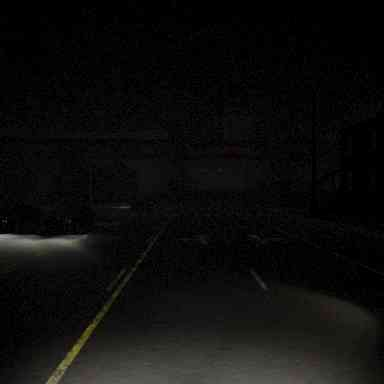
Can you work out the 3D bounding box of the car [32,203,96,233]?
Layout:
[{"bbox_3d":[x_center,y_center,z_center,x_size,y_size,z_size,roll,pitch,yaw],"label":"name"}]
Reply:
[{"bbox_3d":[-7.213,1.476,19.726,1.882,1.535,5.008,0,0,0],"label":"car"}]

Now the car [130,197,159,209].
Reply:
[{"bbox_3d":[-6.566,1.500,45.438,1.837,1.490,4.892,0,0,-45],"label":"car"}]

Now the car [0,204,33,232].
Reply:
[{"bbox_3d":[-10.715,1.504,20.170,1.837,1.490,4.892,0,0,0],"label":"car"}]

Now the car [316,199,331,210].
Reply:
[{"bbox_3d":[16.756,1.522,40.142,4.674,1.442,1.812,0,0,0],"label":"car"}]
